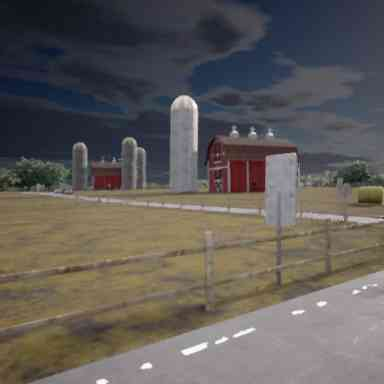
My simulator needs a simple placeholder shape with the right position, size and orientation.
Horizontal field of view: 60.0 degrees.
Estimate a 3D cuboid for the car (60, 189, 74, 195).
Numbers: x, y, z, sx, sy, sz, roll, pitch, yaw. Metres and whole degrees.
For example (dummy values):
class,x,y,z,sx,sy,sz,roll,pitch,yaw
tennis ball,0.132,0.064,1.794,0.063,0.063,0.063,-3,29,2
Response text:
class,x,y,z,sx,sy,sz,roll,pitch,yaw
car,-33.120,0.159,89.025,1.895,1.301,4.718,0,1,-35
